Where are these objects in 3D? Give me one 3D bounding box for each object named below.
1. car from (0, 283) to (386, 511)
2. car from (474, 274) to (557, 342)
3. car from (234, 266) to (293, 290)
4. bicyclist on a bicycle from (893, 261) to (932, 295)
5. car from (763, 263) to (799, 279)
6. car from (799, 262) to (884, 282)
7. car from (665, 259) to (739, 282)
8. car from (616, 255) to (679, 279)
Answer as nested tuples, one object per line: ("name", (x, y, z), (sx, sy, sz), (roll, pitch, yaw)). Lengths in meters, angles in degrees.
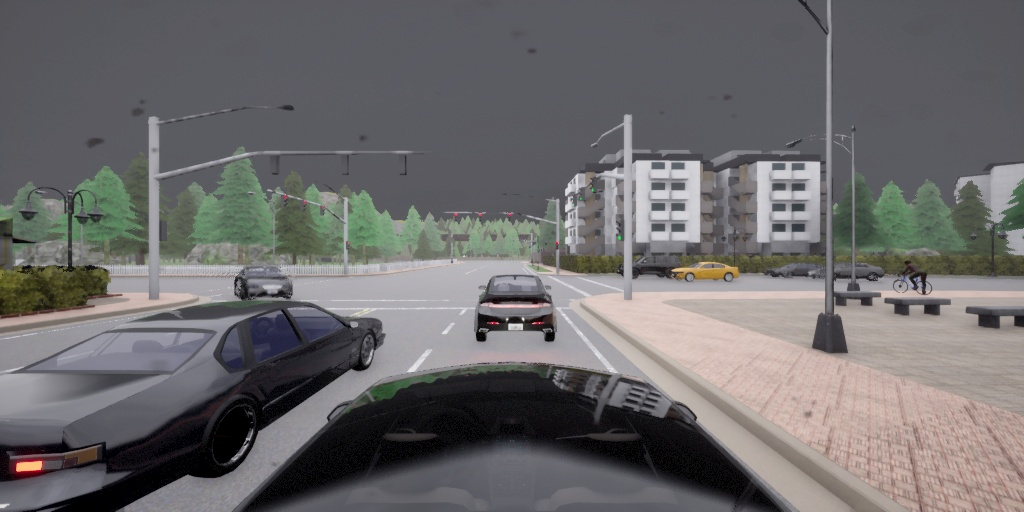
("car", (-3.444, 1.297, 4.672), (2.033, 1.411, 5.357), (0, 0, 1))
("car", (0.084, 1.242, 9.771), (2.128, 1.511, 4.902), (0, 0, 0))
("car", (-11.725, 1.242, 16.893), (2.128, 1.511, 4.902), (1, -1, -43))
("bicyclist on a bicycle", (19.391, 1.051, 17.395), (0.582, 1.620, 1.656), (0, 0, -3))
("car", (25.772, 1.296, 32.100), (5.357, 1.411, 2.033), (0, 0, 3))
("car", (26.293, 1.243, 28.412), (4.902, 1.511, 2.128), (0, 0, 6))
("car", (15.296, 1.228, 28.569), (5.008, 1.535, 1.882), (0, 0, -2))
("car", (12.213, 0.971, 31.977), (5.566, 2.045, 2.150), (0, 0, -2))
